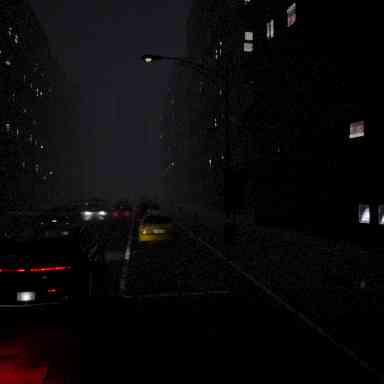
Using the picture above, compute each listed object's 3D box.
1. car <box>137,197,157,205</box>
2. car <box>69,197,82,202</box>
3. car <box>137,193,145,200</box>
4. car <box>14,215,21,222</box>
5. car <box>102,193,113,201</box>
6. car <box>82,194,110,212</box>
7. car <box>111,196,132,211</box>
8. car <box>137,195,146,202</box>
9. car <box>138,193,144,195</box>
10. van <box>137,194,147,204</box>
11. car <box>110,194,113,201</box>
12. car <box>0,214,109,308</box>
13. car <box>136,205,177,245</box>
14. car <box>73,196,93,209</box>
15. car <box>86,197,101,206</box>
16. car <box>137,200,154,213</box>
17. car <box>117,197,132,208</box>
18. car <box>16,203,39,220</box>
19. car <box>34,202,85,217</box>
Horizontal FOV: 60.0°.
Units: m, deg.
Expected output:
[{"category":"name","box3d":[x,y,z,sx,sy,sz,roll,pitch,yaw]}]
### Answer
[{"category":"car","box3d":[-3.436,1.448,26.238,1.967,1.590,4.097,1,0,-9]},{"category":"car","box3d":[-14.386,1.569,41.235,1.887,1.381,4.507,1,0,-9]},{"category":"car","box3d":[-14.181,1.312,91.852,2.192,1.841,5.009,1,0,-9]},{"category":"car","box3d":[-6.387,1.558,8.338,2.033,1.411,5.357,0,0,-9]},{"category":"car","box3d":[-21.547,1.329,84.978,2.192,1.841,5.009,1,0,-9]},{"category":"car","box3d":[-11.474,1.371,39.877,2.097,1.767,4.553,0,0,-9]},{"category":"car","box3d":[-8.399,1.540,40.160,1.812,1.442,4.674,0,0,-9]},{"category":"car","box3d":[-11.497,1.444,75.449,1.967,1.590,4.097,1,0,-9]},{"category":"car","box3d":[-8.809,1.448,59.045,1.967,1.590,4.097,1,0,-9]},{"category":"van","box3d":[-9.703,1.348,64.512,1.690,1.788,3.998,1,0,-9]},{"category":"car","box3d":[-20.656,1.567,79.509,2.008,1.369,4.403,1,0,-9]},{"category":"car","box3d":[-3.189,1.509,7.994,1.837,1.490,4.892,0,0,-9]},{"category":"car","box3d":[-1.674,1.530,15.470,1.752,1.417,4.829,1,0,-9]},{"category":"car","box3d":[-15.280,1.463,46.703,1.967,1.590,4.097,1,0,-9]},{"category":"car","box3d":[-17.073,1.566,57.639,1.887,1.381,4.507,1,0,-9]},{"category":"car","box3d":[-5.229,1.592,37.173,1.802,1.307,4.206,1,0,-9]},{"category":"car","box3d":[-10.102,1.561,50.333,2.033,1.411,5.357,0,0,-9]},{"category":"car","box3d":[-11.672,1.547,24.664,1.752,1.417,4.829,1,0,-9]},{"category":"car","box3d":[-8.623,1.580,22.023,1.994,1.385,4.181,0,0,-9]}]
